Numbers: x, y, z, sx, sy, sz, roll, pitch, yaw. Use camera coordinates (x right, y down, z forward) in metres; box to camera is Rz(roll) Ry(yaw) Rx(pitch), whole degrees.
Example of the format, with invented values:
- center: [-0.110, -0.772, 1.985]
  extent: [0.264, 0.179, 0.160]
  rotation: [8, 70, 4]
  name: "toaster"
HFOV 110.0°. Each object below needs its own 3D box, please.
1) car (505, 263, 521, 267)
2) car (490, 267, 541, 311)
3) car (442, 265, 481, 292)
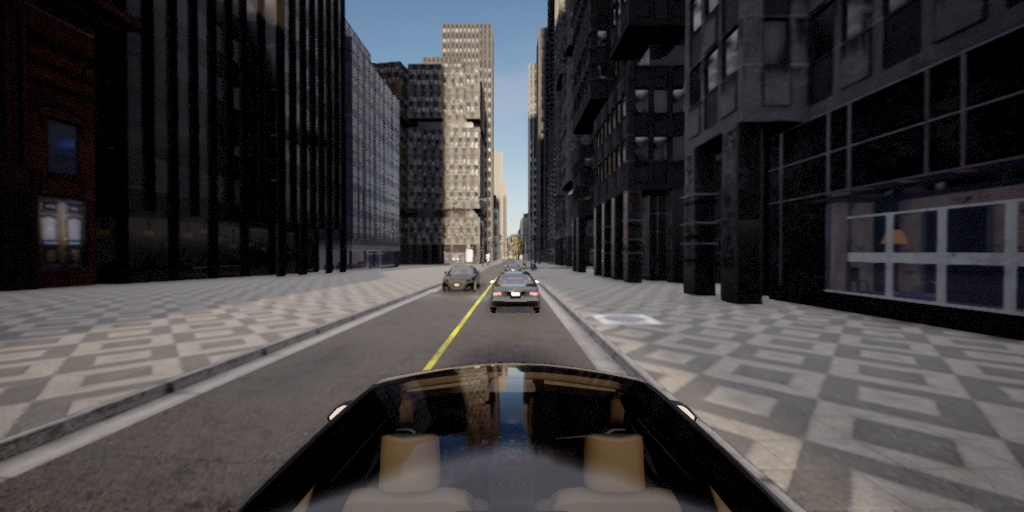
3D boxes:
- center: [0.119, 1.497, 40.762]
  extent: [1.994, 1.385, 4.181]
  rotation: [0, 0, 0]
  name: "car"
- center: [0.108, 1.318, 14.409]
  extent: [2.033, 1.411, 5.357]
  rotation: [0, 0, 0]
  name: "car"
- center: [-2.990, 1.313, 21.926]
  extent: [1.882, 1.535, 5.008]
  rotation: [0, 0, 0]
  name: "car"
